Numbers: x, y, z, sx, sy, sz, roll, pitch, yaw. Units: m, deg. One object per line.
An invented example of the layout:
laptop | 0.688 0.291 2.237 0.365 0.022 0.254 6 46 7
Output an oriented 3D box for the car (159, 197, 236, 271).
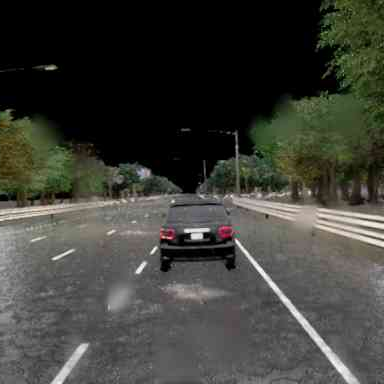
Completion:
car | 0.168 1.243 11.278 2.150 2.045 5.566 -2 0 1

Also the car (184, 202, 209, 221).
car | 0.402 1.623 29.092 1.994 1.385 4.181 -2 0 1

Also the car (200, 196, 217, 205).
car | 3.037 1.591 61.262 2.033 1.411 5.357 -2 0 14
